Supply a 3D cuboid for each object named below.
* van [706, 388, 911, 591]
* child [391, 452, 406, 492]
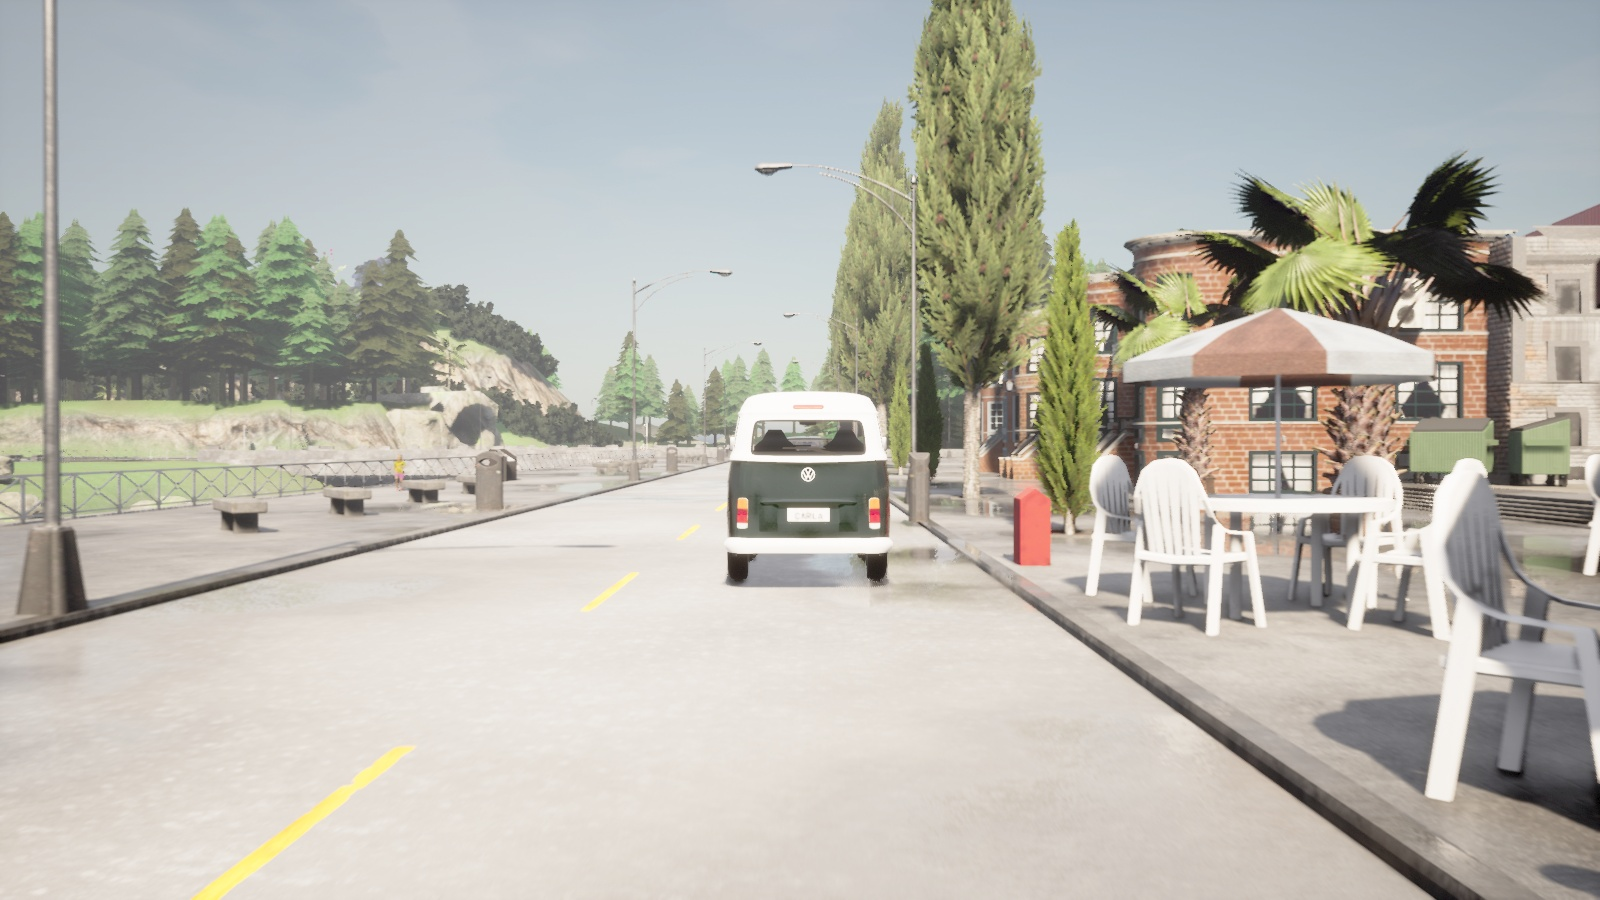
[{"bbox_3d":[0.098,0.386,14.908,2.069,2.038,4.480,0,0,0],"label":"van"},{"bbox_3d":[-11.611,0.627,36.347,0.299,1.160,0.473,0,0,-2],"label":"child"}]
